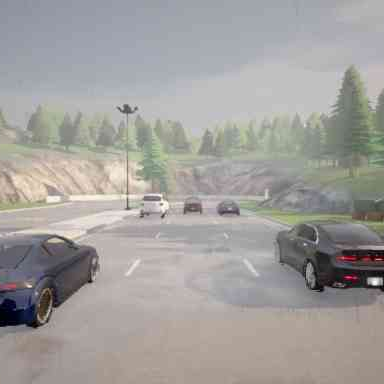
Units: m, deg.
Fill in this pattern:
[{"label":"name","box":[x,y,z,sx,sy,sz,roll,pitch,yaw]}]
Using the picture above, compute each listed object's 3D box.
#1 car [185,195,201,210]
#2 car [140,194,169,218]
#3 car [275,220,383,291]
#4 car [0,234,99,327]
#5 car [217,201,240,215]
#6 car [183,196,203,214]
[{"label":"car","box":[0.187,1.352,44.433,2.097,1.767,4.553,0,0,1]},{"label":"car","box":[-3.401,1.222,30.715,2.150,2.045,5.566,0,0,0]},{"label":"car","box":[3.600,1.505,8.962,1.837,1.490,4.892,0,0,0]},{"label":"car","box":[-3.402,1.564,6.998,1.994,1.385,4.181,0,0,0]},{"label":"car","box":[3.600,1.563,33.472,1.994,1.385,4.181,0,0,0]},{"label":"car","box":[0.092,1.478,35.202,1.882,1.535,5.008,0,0,0]}]
